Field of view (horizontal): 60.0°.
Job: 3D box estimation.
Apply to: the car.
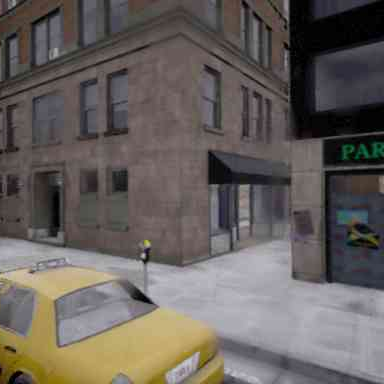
[{"bbox_3d":[-1.961,1.518,4.255,4.829,1.417,1.752,0,0,35],"label":"car"}]
